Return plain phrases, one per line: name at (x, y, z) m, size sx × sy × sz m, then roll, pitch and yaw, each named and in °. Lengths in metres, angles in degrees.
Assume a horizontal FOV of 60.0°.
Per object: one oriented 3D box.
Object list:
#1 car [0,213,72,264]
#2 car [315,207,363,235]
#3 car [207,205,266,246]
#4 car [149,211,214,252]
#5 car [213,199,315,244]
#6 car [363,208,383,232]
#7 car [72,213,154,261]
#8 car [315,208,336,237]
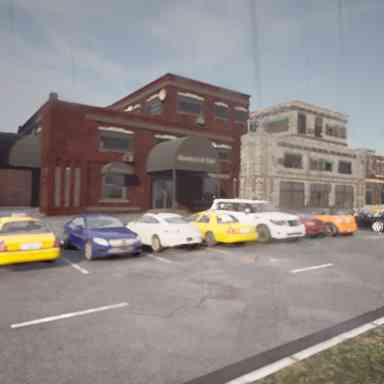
car at (-5.935, 1.484, 11.312) m, size 1.946 × 1.575 × 5.366 m, roll 1°, pitch 0°, yaw -35°
car at (7.671, 1.678, 20.707) m, size 2.185 × 1.767 × 4.553 m, roll 2°, pitch -1°, yaw -35°
car at (0.751, 1.610, 16.060) m, size 1.946 × 1.575 × 5.366 m, roll 1°, pitch -1°, yaw -35°
car at (-1.401, 1.603, 14.301) m, size 2.002 × 1.452 × 4.674 m, roll 1°, pitch -1°, yaw -35°
car at (3.145, 1.418, 17.497) m, size 2.435 × 2.045 × 5.566 m, roll 1°, pitch -1°, yaw -35°
car at (12.276, 1.962, 24.023) m, size 2.231 × 1.521 × 4.892 m, roll 2°, pitch -1°, yaw -35°
car at (-3.571, 1.562, 12.767) m, size 2.002 × 1.452 × 4.674 m, roll 1°, pitch 0°, yaw -35°
car at (5.386, 1.773, 19.121) m, size 2.002 × 1.452 × 4.674 m, roll 2°, pitch -1°, yaw -35°
